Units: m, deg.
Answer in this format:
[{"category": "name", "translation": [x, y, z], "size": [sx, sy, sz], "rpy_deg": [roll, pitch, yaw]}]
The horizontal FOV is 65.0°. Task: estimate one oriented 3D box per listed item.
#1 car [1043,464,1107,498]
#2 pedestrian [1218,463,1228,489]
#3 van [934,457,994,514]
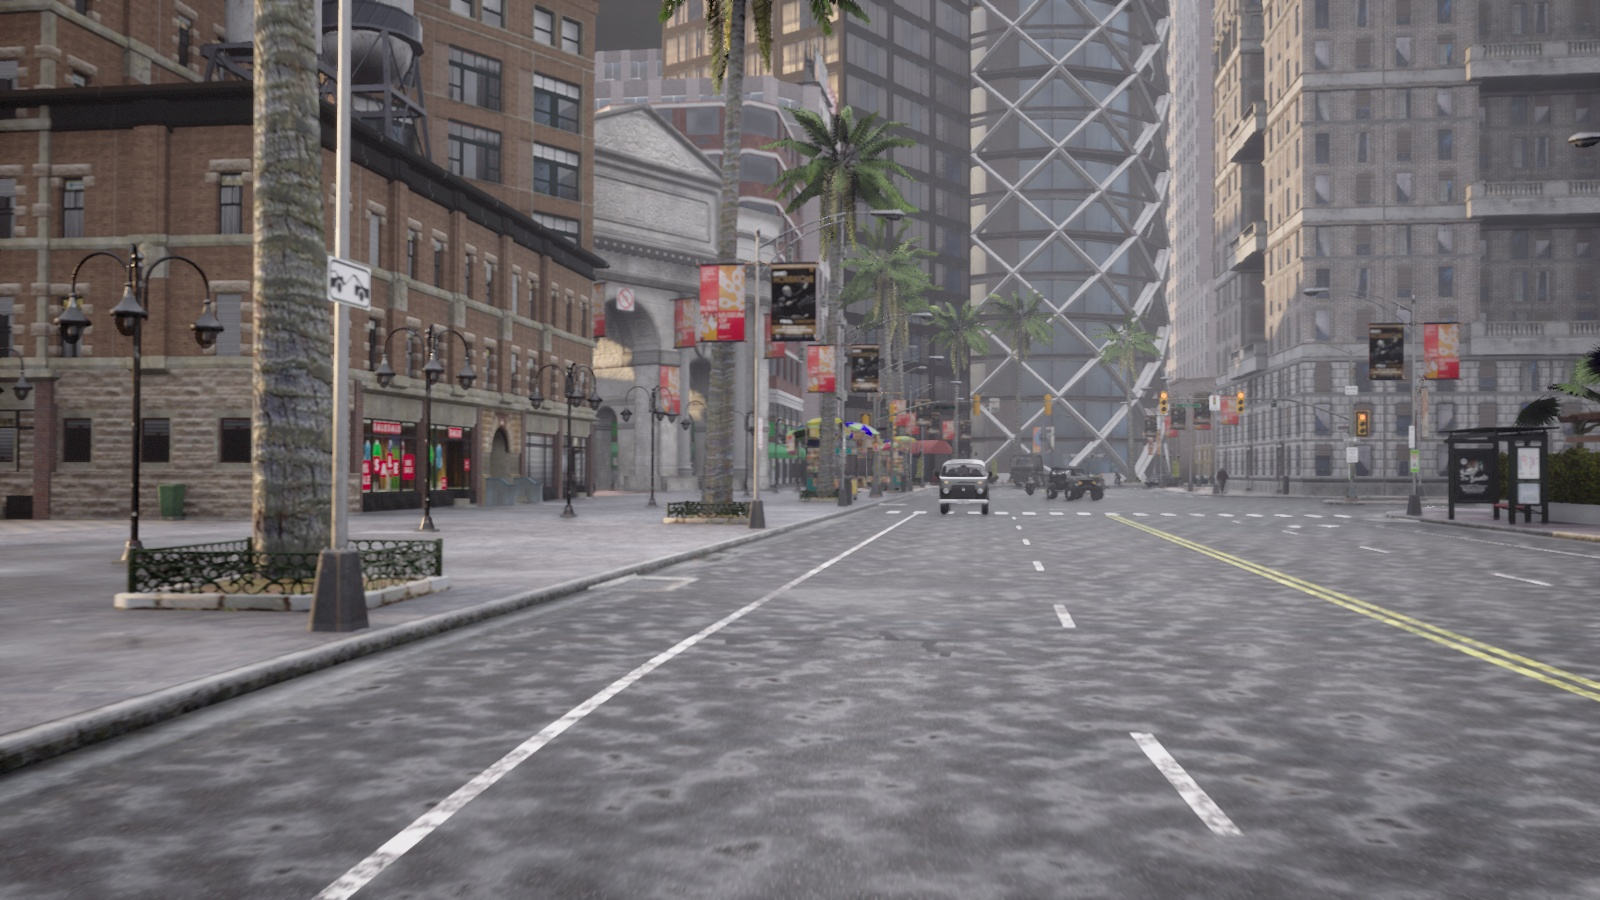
[{"category": "car", "translation": [15.383, 1.729, 70.390], "size": [1.905, 1.878, 3.866], "rpy_deg": [0, -1, -15]}, {"category": "pedestrian", "translation": [30.002, 1.846, 89.080], "size": [0.634, 1.844, 0.899], "rpy_deg": [0, -1, 14]}, {"category": "van", "translation": [6.181, 1.299, 46.909], "size": [2.069, 2.038, 4.480], "rpy_deg": [0, -1, 9]}]
